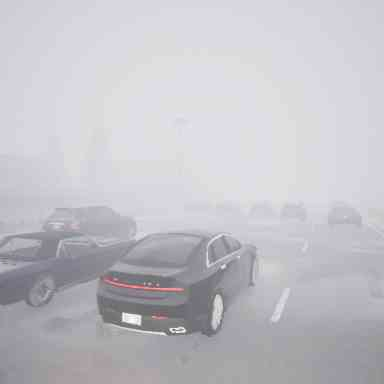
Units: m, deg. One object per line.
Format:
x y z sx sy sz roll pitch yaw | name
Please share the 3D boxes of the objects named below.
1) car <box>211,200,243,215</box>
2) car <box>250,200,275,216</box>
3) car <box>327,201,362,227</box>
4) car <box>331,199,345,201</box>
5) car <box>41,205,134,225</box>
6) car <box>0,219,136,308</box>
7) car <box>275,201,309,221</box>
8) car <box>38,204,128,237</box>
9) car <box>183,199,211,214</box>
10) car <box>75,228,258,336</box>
3.829 1.520 34.482 1.812 1.442 4.674 0 0 22 | car
6.999 1.520 32.979 1.812 1.442 4.674 0 0 23 | car
10.405 1.559 22.804 1.994 1.385 4.181 0 0 22 | car
16.057 1.485 36.604 2.128 1.511 4.902 0 0 22 | car
-4.321 1.350 14.562 2.097 1.767 4.553 0 0 22 | car
-3.210 1.599 8.043 1.895 1.301 4.718 0 0 22 | car
8.382 1.488 27.101 2.128 1.511 4.902 0 0 22 | car
-6.099 1.544 19.452 2.033 1.411 5.357 0 0 22 | car
0.650 1.472 35.927 1.882 1.535 5.008 0 0 22 | car
0.083 1.504 6.847 1.837 1.490 4.892 0 0 22 | car
